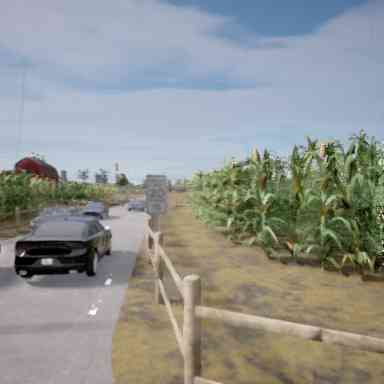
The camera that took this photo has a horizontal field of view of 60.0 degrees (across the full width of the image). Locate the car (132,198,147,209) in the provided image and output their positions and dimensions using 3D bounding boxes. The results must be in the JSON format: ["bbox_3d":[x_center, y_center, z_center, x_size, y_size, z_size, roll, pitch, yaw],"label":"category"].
[{"bbox_3d":[-8.041,1.692,51.142,2.128,1.511,4.902,0,0,-6],"label":"car"}]

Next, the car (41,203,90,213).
[{"bbox_3d":[-7.435,1.553,18.546,2.128,1.511,4.902,0,0,-6],"label":"car"}]

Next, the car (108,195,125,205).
[{"bbox_3d":[-10.162,1.144,45.086,2.097,1.767,4.553,0,0,-6],"label":"car"}]

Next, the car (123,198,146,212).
[{"bbox_3d":[-6.945,1.704,41.344,2.033,1.411,5.357,0,0,-5],"label":"car"}]

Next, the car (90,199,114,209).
[{"bbox_3d":[-8.656,1.657,30.043,2.033,1.411,5.357,0,0,-6],"label":"car"}]

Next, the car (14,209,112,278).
[{"bbox_3d":[-3.695,1.505,10.336,1.882,1.535,5.008,0,0,-6],"label":"car"}]
